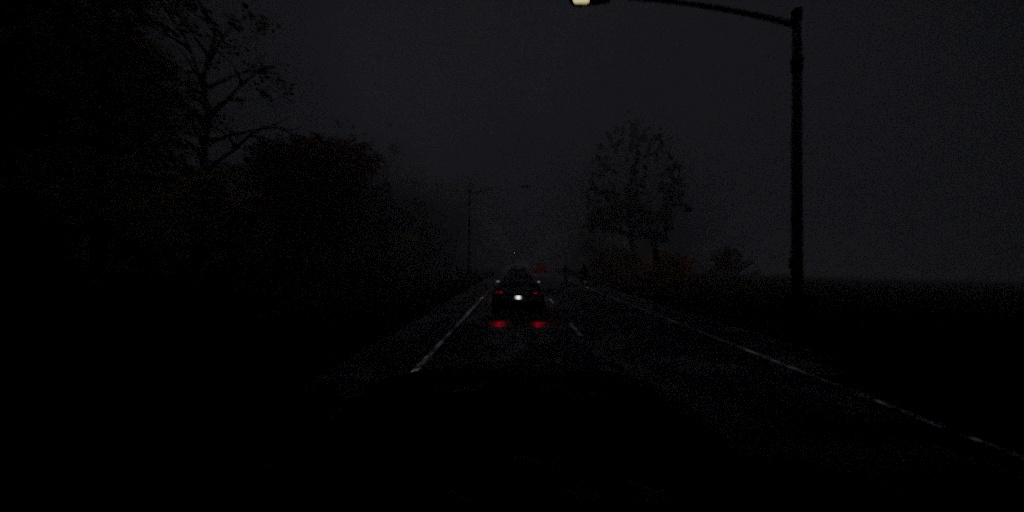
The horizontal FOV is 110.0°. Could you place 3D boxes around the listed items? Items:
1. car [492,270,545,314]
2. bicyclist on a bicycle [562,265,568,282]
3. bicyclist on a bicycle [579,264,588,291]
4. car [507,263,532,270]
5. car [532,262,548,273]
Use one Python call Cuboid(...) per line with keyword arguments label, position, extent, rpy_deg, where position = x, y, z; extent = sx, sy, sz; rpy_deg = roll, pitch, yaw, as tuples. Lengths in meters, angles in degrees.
Cuboid(label="car", position=(0.252, 1.466, 14.708), extent=(1.994, 1.385, 4.181), rpy_deg=(1, -1, 1))
Cuboid(label="bicyclist on a bicycle", position=(4.882, 1.607, 32.685), extent=(0.582, 1.620, 1.656), rpy_deg=(1, -1, 1))
Cuboid(label="bicyclist on a bicycle", position=(4.755, 1.422, 23.883), extent=(0.659, 1.776, 1.843), rpy_deg=(1, 0, 1))
Cuboid(label="car", position=(0.533, 1.620, 34.075), extent=(2.128, 1.511, 4.902), rpy_deg=(1, -1, 1))
Cuboid(label="car", position=(4.353, 1.770, 55.979), extent=(2.097, 1.767, 4.553), rpy_deg=(1, -1, 1))
